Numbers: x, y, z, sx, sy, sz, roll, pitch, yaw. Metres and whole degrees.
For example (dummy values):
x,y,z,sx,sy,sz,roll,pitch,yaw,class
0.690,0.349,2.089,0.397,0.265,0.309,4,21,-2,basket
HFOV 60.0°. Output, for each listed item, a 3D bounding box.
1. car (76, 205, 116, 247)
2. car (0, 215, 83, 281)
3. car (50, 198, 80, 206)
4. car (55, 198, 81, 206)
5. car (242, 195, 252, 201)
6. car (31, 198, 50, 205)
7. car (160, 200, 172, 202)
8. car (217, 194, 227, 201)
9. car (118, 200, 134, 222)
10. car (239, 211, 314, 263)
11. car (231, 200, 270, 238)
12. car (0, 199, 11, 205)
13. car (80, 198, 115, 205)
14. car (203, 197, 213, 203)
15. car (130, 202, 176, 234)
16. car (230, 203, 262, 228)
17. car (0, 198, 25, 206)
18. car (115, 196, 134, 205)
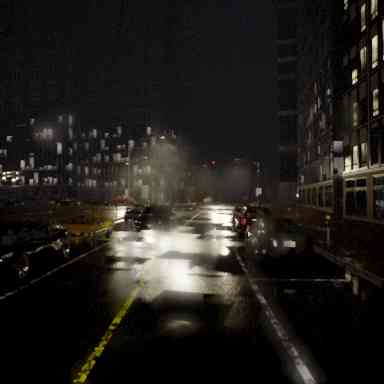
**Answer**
x,y,z,sx,sy,sz,roll,pitch,yaw,class
-4.887,1.550,15.298,1.752,1.417,4.829,1,0,3,car
-5.118,1.581,9.974,1.947,1.339,4.313,1,0,2,car
-20.634,1.732,55.336,4.403,1.369,2.008,0,-1,15,car
-23.952,1.925,64.417,4.403,1.369,2.008,0,-1,15,car
12.590,1.490,76.049,2.192,1.841,5.009,1,0,15,car
-29.511,1.937,65.943,4.829,1.417,1.752,0,-1,15,car
-2.990,1.619,37.154,2.008,1.369,4.403,1,0,7,car
8.150,1.590,89.898,2.192,1.841,5.009,1,0,16,car
-4.119,1.595,26.397,2.008,1.369,4.403,1,0,5,car
2.979,1.579,11.905,1.947,1.339,4.313,1,0,2,car
3.272,1.460,17.585,1.967,1.590,4.097,1,0,4,car
-40.137,2.035,68.860,4.403,1.369,2.008,0,-1,15,car
-15.242,1.711,53.856,4.313,1.339,1.947,0,-1,15,car
3.589,1.724,73.808,1.752,1.417,4.829,1,0,14,car
-2.038,1.536,19.669,1.837,1.490,4.892,0,-1,4,car
3.662,1.572,23.214,1.887,1.381,4.507,1,0,5,car
-31.419,1.806,58.296,4.403,1.369,2.008,0,-1,15,car
-13.162,1.616,61.460,5.009,1.841,2.192,0,-1,15,car
